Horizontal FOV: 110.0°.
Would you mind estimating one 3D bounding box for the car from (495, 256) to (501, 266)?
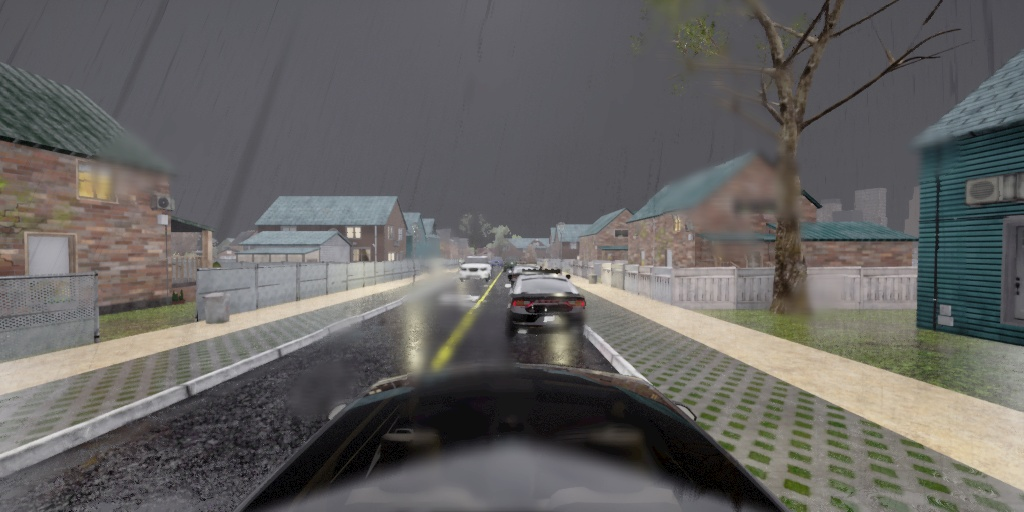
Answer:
[{"bbox_3d":[-2.738,1.089,64.841,2.150,2.045,5.566,0,0,0],"label":"car"}]

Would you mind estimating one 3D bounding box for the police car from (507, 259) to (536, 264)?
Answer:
[{"bbox_3d":[0.828,1.182,20.370,1.930,1.638,5.238,0,0,0],"label":"police car"}]

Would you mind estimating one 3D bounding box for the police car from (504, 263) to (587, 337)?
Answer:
[{"bbox_3d":[0.827,1.174,10.368,1.930,1.638,5.238,0,0,0],"label":"police car"}]

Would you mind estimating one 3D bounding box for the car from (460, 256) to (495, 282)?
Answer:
[{"bbox_3d":[-2.844,0.989,29.069,2.150,2.045,5.566,0,0,0],"label":"car"}]

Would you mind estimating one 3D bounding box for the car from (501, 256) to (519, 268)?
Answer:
[{"bbox_3d":[0.030,1.027,47.016,2.150,2.045,5.566,0,0,0],"label":"car"}]
